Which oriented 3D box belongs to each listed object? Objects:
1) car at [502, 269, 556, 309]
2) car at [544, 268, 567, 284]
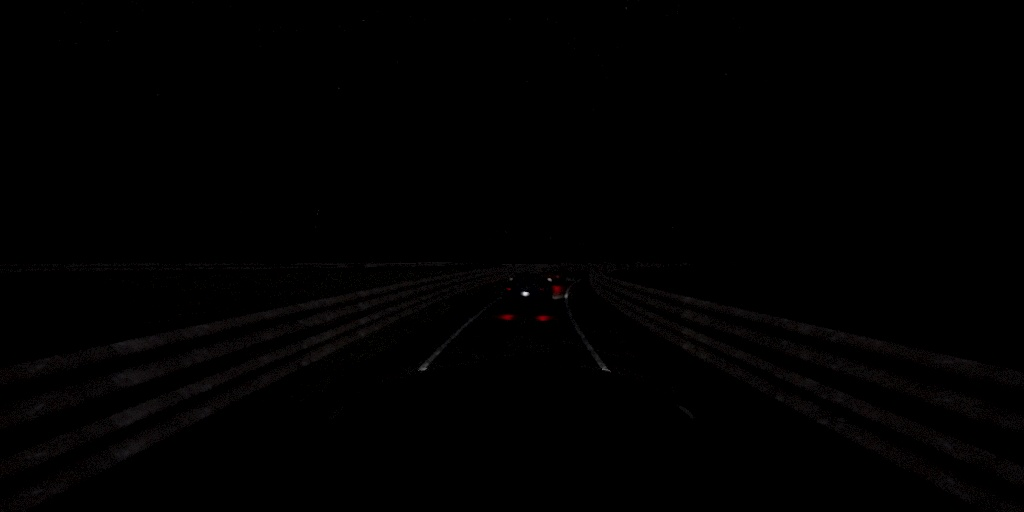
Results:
[{"bbox_3d":[0.783,1.451,15.914,1.994,1.385,4.181,0,0,8],"label":"car"},{"bbox_3d":[3.530,1.629,30.146,1.895,1.301,4.718,0,-1,15],"label":"car"}]
